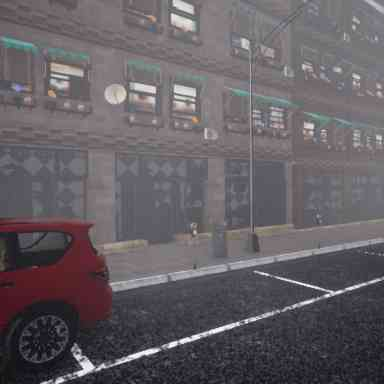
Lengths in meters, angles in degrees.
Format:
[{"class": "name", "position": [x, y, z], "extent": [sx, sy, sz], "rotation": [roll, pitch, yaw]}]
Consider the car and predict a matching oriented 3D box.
[{"class": "car", "position": [-3.477, 1.315, 4.108], "extent": [5.009, 1.841, 2.192], "rotation": [0, -1, -35]}]
